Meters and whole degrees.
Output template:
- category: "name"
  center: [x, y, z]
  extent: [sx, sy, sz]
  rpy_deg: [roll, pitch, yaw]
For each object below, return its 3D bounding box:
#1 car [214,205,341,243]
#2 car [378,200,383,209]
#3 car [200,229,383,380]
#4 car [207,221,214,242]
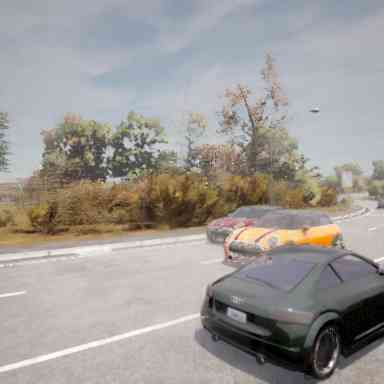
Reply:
- category: "car"
  center: [3.194, 1.420, 11.244]
  extent: [4.553, 1.767, 2.097]
  rpy_deg: [0, 0, -41]
- category: "car"
  center: [28.379, 1.845, 48.699]
  extent: [1.994, 1.385, 4.181]
  rpy_deg: [0, 0, 27]
- category: "car"
  center: [2.166, 1.600, 5.626]
  extent: [4.181, 1.385, 1.994]
  rpy_deg: [0, 0, -38]
- category: "car"
  center: [2.819, 1.441, 15.535]
  extent: [4.553, 1.767, 2.097]
  rpy_deg: [0, 0, -42]
